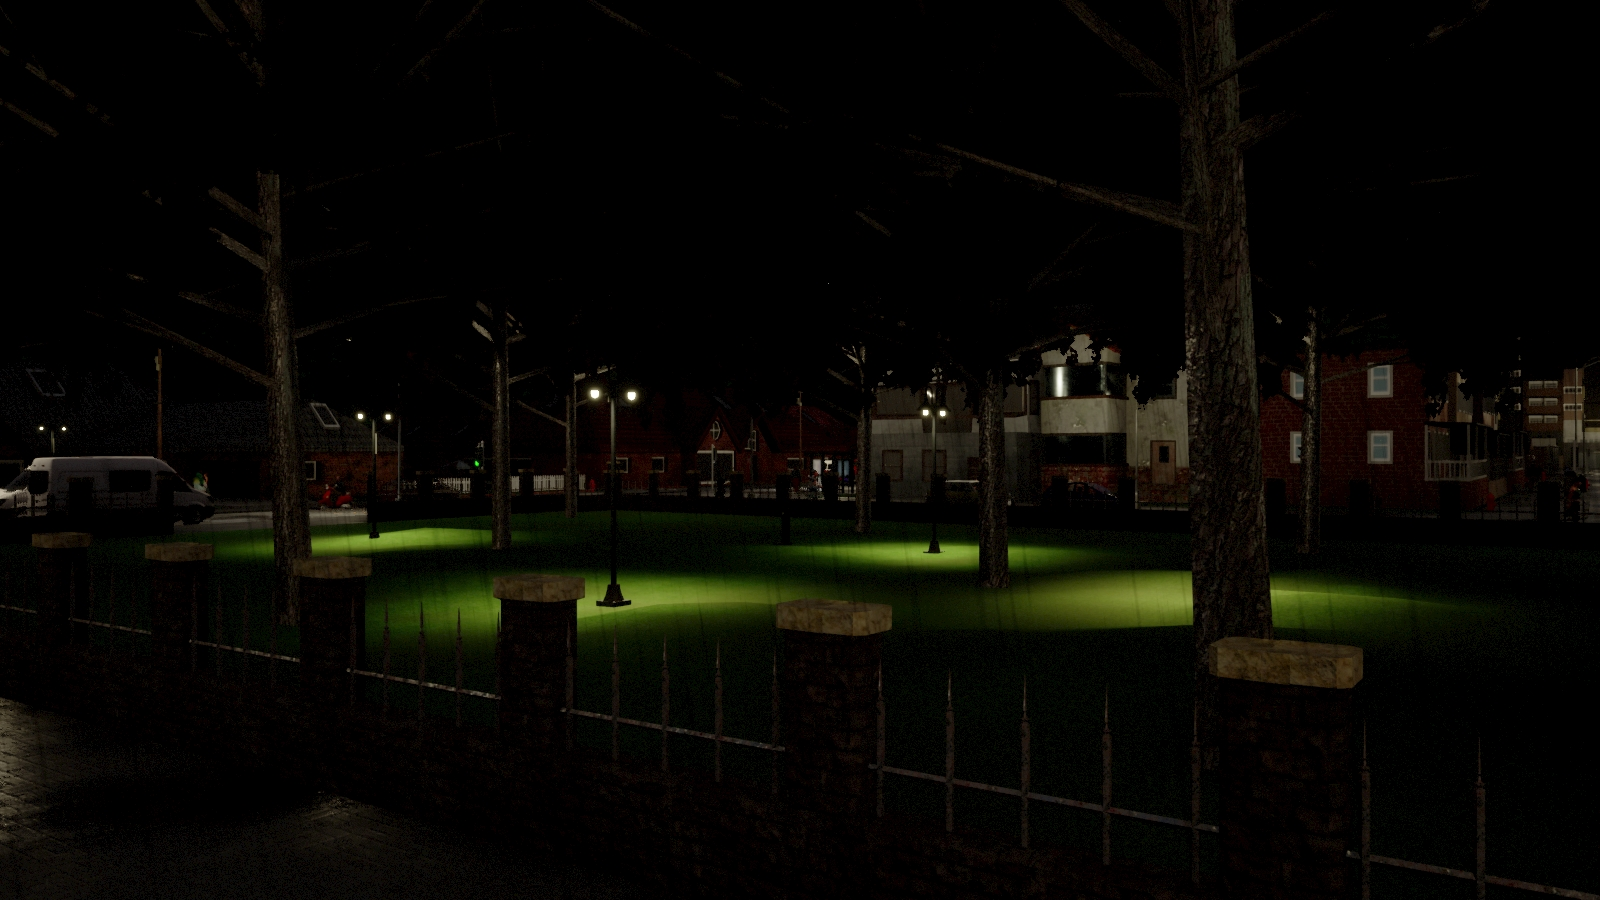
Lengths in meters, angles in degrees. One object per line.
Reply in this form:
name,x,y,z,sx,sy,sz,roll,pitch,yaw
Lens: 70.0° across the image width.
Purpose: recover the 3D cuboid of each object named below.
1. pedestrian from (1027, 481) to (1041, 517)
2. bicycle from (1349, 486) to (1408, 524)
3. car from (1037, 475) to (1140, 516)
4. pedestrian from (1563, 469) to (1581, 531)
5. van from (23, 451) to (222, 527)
pedestrian,8.643,1.804,42.182,0.375,1.300,0.375,0,0,34
bicycle,20.468,1.940,40.442,1.835,1.271,0.329,0,0,35
car,11.752,1.818,46.570,3.633,1.501,1.845,0,0,35
pedestrian,23.669,1.525,35.035,0.375,1.860,0.375,0,0,-41
van,-24.396,1.315,41.408,1.988,2.561,5.915,0,0,36
